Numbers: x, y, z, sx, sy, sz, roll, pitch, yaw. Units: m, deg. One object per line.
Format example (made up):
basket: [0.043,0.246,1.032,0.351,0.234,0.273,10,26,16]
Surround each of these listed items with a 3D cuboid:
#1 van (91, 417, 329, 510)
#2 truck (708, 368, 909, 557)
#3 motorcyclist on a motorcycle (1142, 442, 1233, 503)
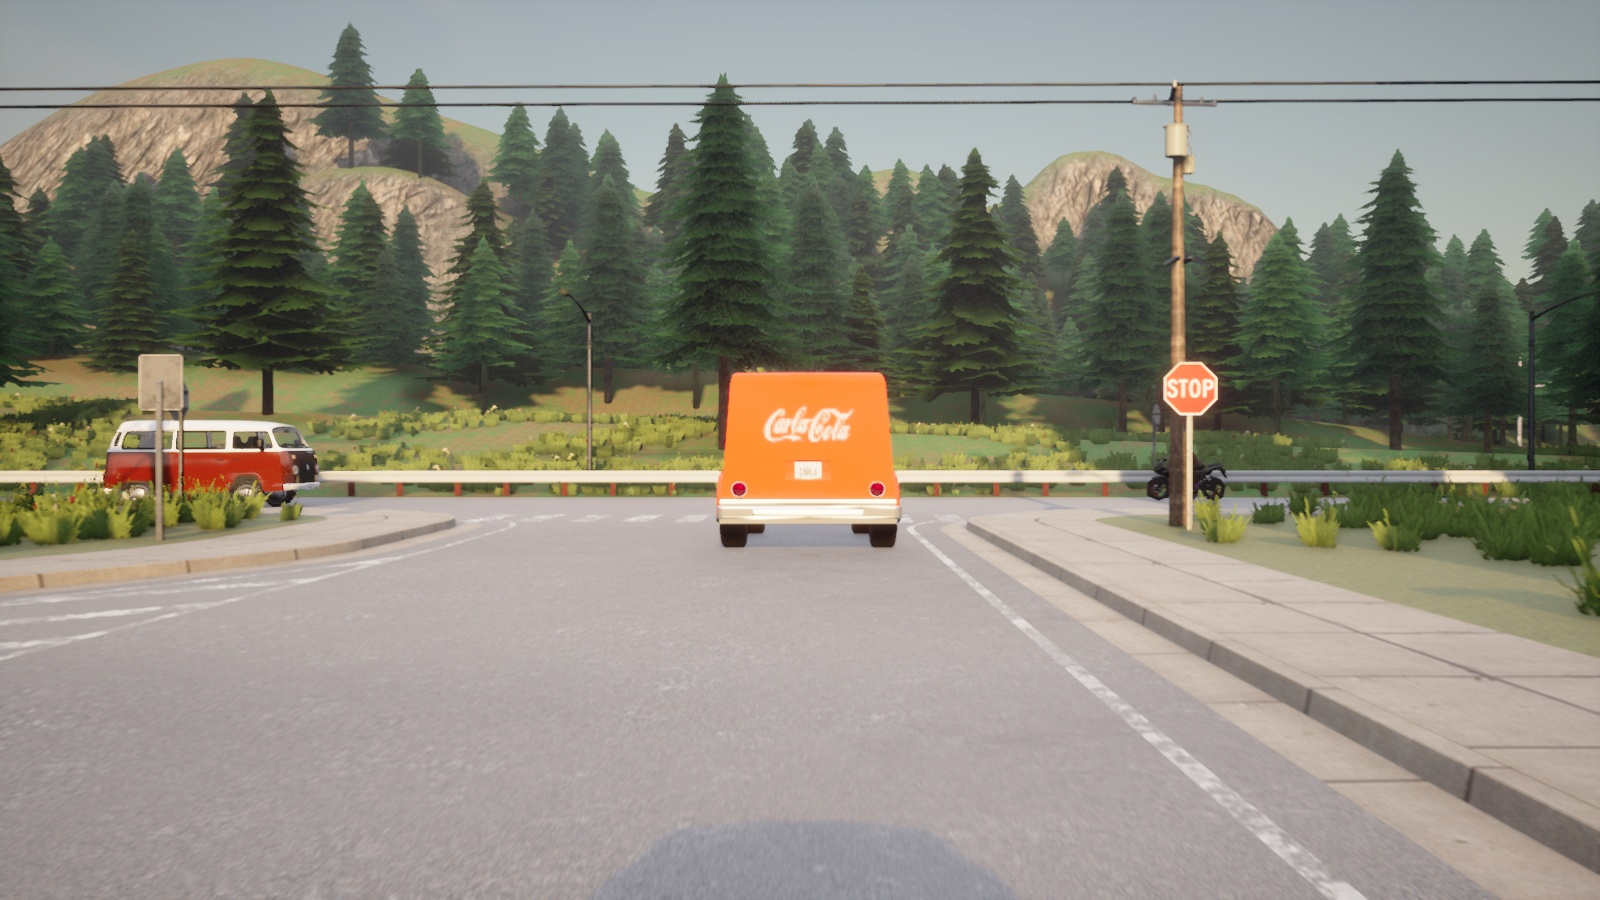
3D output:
van: [-13.448,0.300,28.814,4.480,2.038,2.069,0,0,1]
truck: [0.124,0.152,19.052,2.627,2.467,5.204,0,0,0]
motorcyclist on a motorcycle: [9.785,0.557,31.774,2.044,1.523,0.797,0,0,1]
